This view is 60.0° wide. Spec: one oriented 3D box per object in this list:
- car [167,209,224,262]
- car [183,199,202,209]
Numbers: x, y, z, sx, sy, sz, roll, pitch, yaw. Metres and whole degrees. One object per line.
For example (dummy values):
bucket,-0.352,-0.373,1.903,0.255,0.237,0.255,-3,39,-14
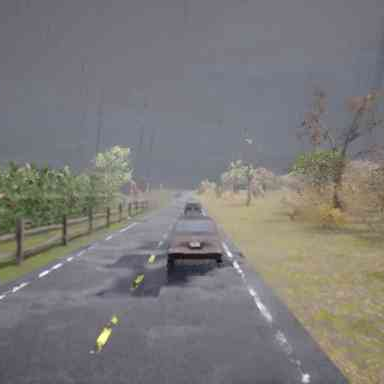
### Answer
car,0.093,1.579,12.199,2.033,1.411,5.357,0,0,0
car,0.094,1.582,37.694,1.837,1.490,4.892,0,0,0
